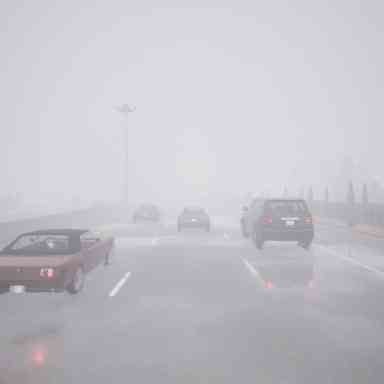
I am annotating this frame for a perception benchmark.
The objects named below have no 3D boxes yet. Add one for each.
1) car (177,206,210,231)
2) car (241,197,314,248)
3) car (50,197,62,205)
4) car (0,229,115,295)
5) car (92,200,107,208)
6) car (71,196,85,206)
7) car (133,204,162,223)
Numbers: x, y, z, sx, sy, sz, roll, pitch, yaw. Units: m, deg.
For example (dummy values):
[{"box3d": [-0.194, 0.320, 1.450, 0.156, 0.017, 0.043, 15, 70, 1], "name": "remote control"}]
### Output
[{"box3d": [0.097, 1.591, 21.038, 1.994, 1.385, 4.181, 0, 0, 0], "name": "car"}, {"box3d": [3.599, 1.236, 14.898, 2.150, 2.045, 5.566, 0, 0, 0], "name": "car"}, {"box3d": [-26.024, 1.728, 63.583, 1.837, 1.490, 4.892, 0, 0, -24], "name": "car"}, {"box3d": [-3.400, 1.608, 8.717, 1.895, 1.301, 4.718, 0, 0, 0], "name": "car"}, {"box3d": [-12.806, 1.709, 46.202, 1.895, 1.301, 4.718, 0, 0, -12], "name": "car"}, {"box3d": [-19.404, 1.522, 56.620, 2.097, 1.767, 4.553, 0, 0, -19], "name": "car"}, {"box3d": [-3.454, 1.601, 26.212, 1.994, 1.385, 4.181, 0, 0, -1], "name": "car"}]
